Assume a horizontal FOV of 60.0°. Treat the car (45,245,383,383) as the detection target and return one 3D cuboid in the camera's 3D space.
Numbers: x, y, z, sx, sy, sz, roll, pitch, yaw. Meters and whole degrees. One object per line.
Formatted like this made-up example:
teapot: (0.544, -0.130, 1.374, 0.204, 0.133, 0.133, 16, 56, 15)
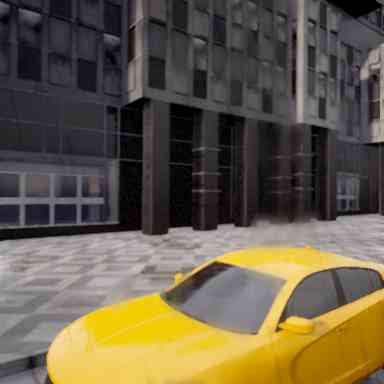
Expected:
car: (0.928, 1.483, 4.033, 5.008, 1.535, 1.882, 0, 0, -35)
